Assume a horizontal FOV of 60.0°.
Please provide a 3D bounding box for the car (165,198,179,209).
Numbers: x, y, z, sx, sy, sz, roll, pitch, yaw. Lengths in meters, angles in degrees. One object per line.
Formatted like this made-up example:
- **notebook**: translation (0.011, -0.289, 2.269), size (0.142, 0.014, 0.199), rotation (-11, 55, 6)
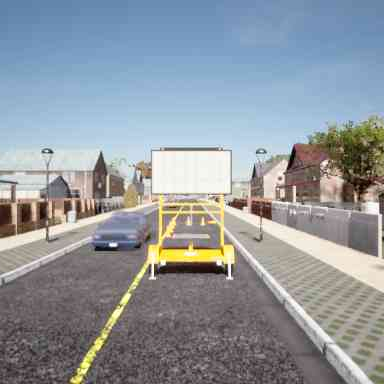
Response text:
- **car**: translation (-2.907, 1.619, 48.952), size (2.128, 1.511, 4.902), rotation (0, 0, 0)

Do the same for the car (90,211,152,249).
- **car**: translation (-2.897, 1.568, 14.890), size (2.033, 1.411, 5.357), rotation (0, 0, 0)

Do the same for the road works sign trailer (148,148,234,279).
- **road works sign trailer**: translation (-0.019, 0.476, 10.015), size (2.380, 3.560, 2.880), rotation (0, 0, 0)
